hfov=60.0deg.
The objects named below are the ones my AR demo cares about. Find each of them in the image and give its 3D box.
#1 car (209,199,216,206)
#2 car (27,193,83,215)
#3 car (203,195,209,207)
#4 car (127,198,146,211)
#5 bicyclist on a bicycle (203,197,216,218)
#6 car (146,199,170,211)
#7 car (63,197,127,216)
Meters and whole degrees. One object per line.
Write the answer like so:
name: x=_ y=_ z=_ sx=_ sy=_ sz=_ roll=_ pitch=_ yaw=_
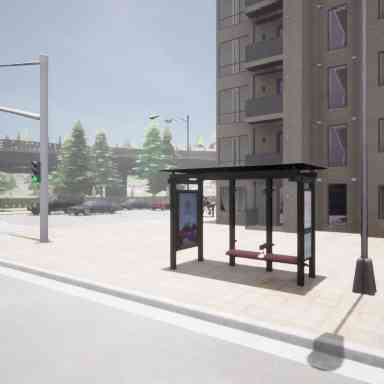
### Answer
car: x=5.359 y=1.449 z=46.785 sx=4.892 sy=1.490 sz=1.837 roll=0 pitch=0 yaw=-29
car: x=-13.250 y=1.166 z=32.941 sx=2.150 sy=2.045 sz=5.566 roll=0 pitch=0 yaw=37
car: x=0.504 y=1.296 z=47.708 sx=4.553 sy=1.767 sz=2.097 roll=0 pitch=0 yaw=-34
car: x=-6.931 y=1.492 z=41.010 sx=2.033 sy=1.411 sz=5.357 roll=0 pitch=0 yaw=39
bicyclist on a bicycle: x=1.295 y=1.245 z=26.646 sx=1.656 sy=1.620 sz=0.582 roll=0 pitch=0 yaw=36
car: x=-2.868 y=1.545 z=40.327 sx=1.895 sy=1.301 sz=4.718 roll=0 pitch=0 yaw=43
car: x=-9.318 y=1.492 z=32.392 sx=2.033 sy=1.411 sz=5.357 roll=0 pitch=0 yaw=37
